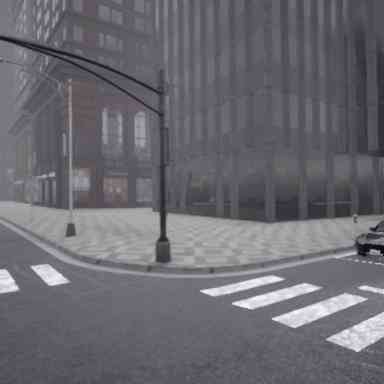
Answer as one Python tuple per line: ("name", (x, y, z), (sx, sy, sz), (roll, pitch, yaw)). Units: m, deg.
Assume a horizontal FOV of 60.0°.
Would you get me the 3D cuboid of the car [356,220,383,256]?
("car", (7.791, 1.609, 12.211), (4.313, 1.339, 1.947), (0, -1, -35))
